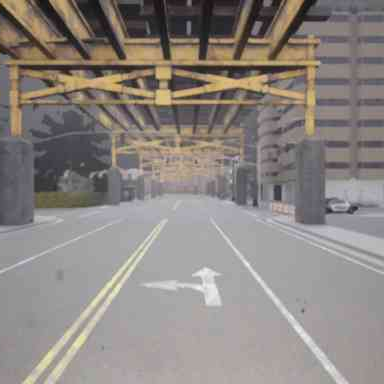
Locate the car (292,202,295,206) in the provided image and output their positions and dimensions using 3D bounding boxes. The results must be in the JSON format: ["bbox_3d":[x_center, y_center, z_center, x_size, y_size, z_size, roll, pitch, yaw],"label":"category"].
[{"bbox_3d":[13.209,1.105,35.078,4.536,1.218,1.853,0,0,24],"label":"car"}]

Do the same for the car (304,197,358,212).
[{"bbox_3d":[12.936,1.126,30.955,4.536,1.218,1.853,0,0,-21],"label":"car"}]

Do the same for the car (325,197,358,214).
[{"bbox_3d":[12.887,1.283,30.937,4.974,1.542,2.038,0,0,-21],"label":"car"}]

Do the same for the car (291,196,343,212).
[{"bbox_3d":[13.162,1.263,35.100,4.974,1.542,2.038,0,0,24],"label":"car"}]
